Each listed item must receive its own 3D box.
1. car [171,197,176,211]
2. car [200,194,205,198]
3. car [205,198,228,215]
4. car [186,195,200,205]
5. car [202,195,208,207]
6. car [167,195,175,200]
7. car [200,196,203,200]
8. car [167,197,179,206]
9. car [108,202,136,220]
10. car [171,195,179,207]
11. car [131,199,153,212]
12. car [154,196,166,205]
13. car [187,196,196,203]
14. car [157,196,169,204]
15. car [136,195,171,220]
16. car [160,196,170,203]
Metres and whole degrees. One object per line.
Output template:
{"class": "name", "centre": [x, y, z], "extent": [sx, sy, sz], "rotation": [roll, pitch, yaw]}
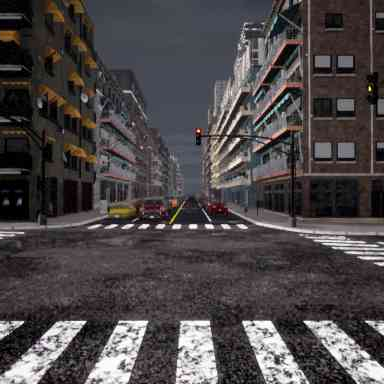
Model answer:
{"class": "car", "centre": [-3.198, 1.557, 37.561], "extent": [2.033, 1.411, 5.357], "rotation": [0, 0, 0]}
{"class": "car", "centre": [2.789, 1.380, 81.831], "extent": [2.097, 1.767, 4.553], "rotation": [0, 0, 0]}
{"class": "car", "centre": [2.611, 1.553, 33.518], "extent": [1.887, 1.381, 4.507], "rotation": [1, 0, 0]}
{"class": "car", "centre": [-0.056, 1.495, 59.574], "extent": [1.882, 1.535, 5.008], "rotation": [0, 0, 0]}
{"class": "car", "centre": [2.598, 1.450, 39.042], "extent": [1.967, 1.590, 4.097], "rotation": [1, 0, 0]}
{"class": "car", "centre": [-5.926, 1.587, 94.268], "extent": [2.008, 1.369, 4.403], "rotation": [1, 0, 0]}
{"class": "car", "centre": [2.568, 1.596, 50.089], "extent": [1.802, 1.307, 4.206], "rotation": [1, 0, 0]}
{"class": "car", "centre": [-3.209, 1.617, 57.209], "extent": [1.895, 1.301, 4.718], "rotation": [0, 0, 0]}
{"class": "car", "centre": [-5.754, 1.532, 27.818], "extent": [1.752, 1.417, 4.829], "rotation": [1, 0, 0]}
{"class": "car", "centre": [-3.213, 1.365, 47.350], "extent": [2.097, 1.767, 4.553], "rotation": [0, 0, 0]}
{"class": "car", "centre": [-5.784, 1.555, 39.034], "extent": [1.887, 1.381, 4.507], "rotation": [1, 0, 0]}
{"class": "car", "centre": [-5.841, 1.544, 60.958], "extent": [1.752, 1.417, 4.829], "rotation": [1, 0, 0]}
{"class": "car", "centre": [-0.080, 1.530, 69.843], "extent": [1.837, 1.490, 4.892], "rotation": [0, 0, 0]}
{"class": "car", "centre": [-5.856, 1.572, 66.652], "extent": [2.008, 1.369, 4.403], "rotation": [1, 0, 0]}
{"class": "car", "centre": [-3.147, 1.359, 28.069], "extent": [2.097, 1.767, 4.553], "rotation": [0, 0, -1]}
{"class": "car", "centre": [-5.870, 1.568, 72.175], "extent": [1.887, 1.381, 4.507], "rotation": [1, 0, 0]}
